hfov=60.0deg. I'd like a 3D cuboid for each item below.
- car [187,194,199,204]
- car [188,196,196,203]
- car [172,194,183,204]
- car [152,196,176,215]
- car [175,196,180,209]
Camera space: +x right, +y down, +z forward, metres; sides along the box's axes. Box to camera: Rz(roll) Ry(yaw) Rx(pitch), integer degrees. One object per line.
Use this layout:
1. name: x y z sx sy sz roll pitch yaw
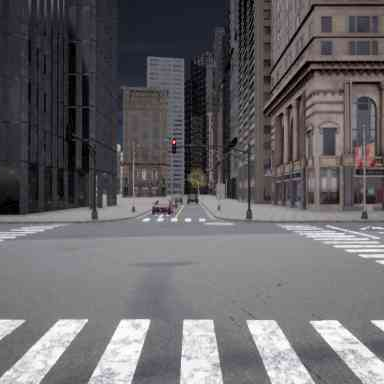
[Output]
1. car: 0.147 1.343 64.823 2.150 2.045 5.566 0 0 0
2. car: 0.053 1.660 75.254 1.837 1.490 4.892 0 0 0
3. car: -2.983 1.350 66.163 2.150 2.045 5.566 0 -1 1
4. car: -3.027 1.521 35.000 1.882 1.535 5.008 0 0 1
5. car: -3.056 1.634 47.089 1.994 1.385 4.181 0 0 -2
